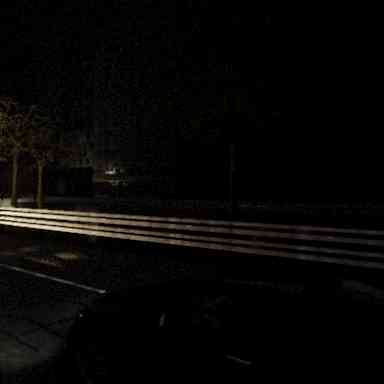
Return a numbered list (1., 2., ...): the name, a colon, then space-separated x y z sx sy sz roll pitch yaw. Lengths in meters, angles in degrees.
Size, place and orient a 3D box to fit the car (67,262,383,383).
1. car: 0.654 1.522 3.523 4.674 1.442 1.812 0 0 35
